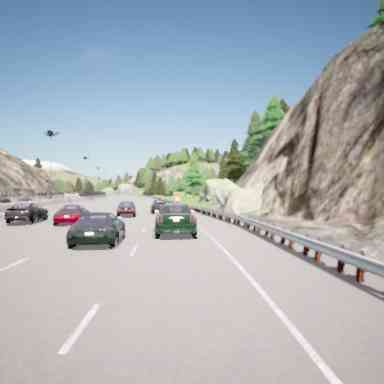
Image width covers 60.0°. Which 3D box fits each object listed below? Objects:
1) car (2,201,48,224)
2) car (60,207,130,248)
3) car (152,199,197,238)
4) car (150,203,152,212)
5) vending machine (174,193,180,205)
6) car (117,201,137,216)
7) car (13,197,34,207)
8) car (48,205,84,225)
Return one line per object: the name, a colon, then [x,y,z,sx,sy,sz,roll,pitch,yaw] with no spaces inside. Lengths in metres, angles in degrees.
car: [-12.357,1.556,25.158,2.128,1.511,4.902,0,0,-8]
car: [-4.170,1.596,14.971,1.994,1.385,4.181,0,0,-5]
car: [-0.942,1.381,18.063,2.097,1.767,4.553,0,0,-5]
car: [-3.547,1.555,36.701,2.128,1.511,4.902,0,0,-9]
vending machine: [-2.721,1.293,60.985,1.100,2.100,0.880,0,0,-10]
car: [-6.402,1.611,32.647,2.033,1.411,5.357,0,0,-9]
car: [-28.266,1.671,55.956,1.812,1.442,4.674,0,0,-9]
car: [-8.726,1.620,24.447,1.994,1.385,4.181,0,0,-8]
